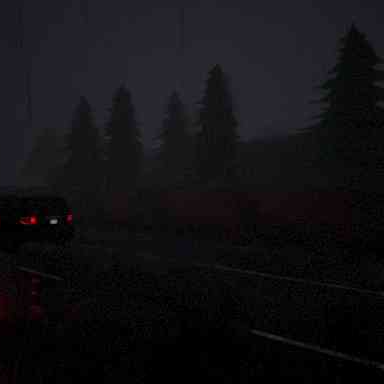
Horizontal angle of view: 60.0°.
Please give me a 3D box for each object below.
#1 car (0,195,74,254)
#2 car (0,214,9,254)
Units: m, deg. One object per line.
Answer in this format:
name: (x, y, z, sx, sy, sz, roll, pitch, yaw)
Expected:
car: (-7.041, 1.121, 13.355, 5.566, 2.045, 2.150, 1, 0, 37)
car: (-7.476, 1.406, 9.335, 4.902, 1.511, 2.128, 1, 0, 36)
